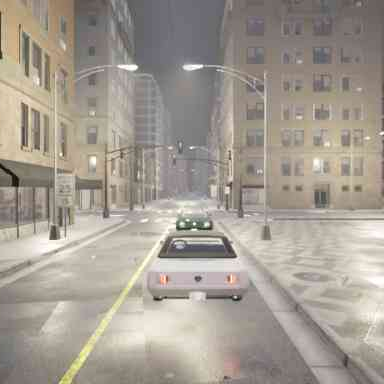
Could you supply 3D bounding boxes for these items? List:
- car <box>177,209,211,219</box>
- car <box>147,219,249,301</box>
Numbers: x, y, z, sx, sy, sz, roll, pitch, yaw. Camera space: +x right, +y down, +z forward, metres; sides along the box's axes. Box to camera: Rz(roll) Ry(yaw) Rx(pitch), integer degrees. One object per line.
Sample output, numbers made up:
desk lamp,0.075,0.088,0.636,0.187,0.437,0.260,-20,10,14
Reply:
car,0.121,1.600,18.497,1.895,1.301,4.718,0,0,0
car,0.110,1.601,8.262,1.895,1.301,4.718,0,0,0
